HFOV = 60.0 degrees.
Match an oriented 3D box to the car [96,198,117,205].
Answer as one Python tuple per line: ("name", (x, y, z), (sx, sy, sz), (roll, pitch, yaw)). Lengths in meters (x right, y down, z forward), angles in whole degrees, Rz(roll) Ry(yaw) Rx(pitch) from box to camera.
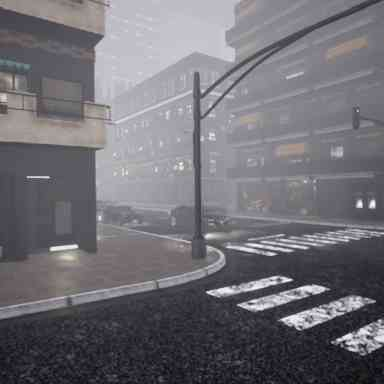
("car", (-10.044, 1.544, 35.476), (1.837, 1.490, 4.892), (-1, 0, -36))

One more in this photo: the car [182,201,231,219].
("car", (1.212, 1.507, 29.190), (2.008, 1.369, 4.403), (-1, 1, -36))

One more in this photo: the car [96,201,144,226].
("car", (-5.161, 1.629, 24.557), (1.947, 1.339, 4.313), (-1, 1, -36))

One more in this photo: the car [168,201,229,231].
("car", (0.302, 1.531, 21.231), (1.837, 1.490, 4.892), (-1, 0, -36))

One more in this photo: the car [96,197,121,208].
("car", (-11.916, 1.514, 47.249), (1.887, 1.381, 4.507), (-1, 1, -36))
